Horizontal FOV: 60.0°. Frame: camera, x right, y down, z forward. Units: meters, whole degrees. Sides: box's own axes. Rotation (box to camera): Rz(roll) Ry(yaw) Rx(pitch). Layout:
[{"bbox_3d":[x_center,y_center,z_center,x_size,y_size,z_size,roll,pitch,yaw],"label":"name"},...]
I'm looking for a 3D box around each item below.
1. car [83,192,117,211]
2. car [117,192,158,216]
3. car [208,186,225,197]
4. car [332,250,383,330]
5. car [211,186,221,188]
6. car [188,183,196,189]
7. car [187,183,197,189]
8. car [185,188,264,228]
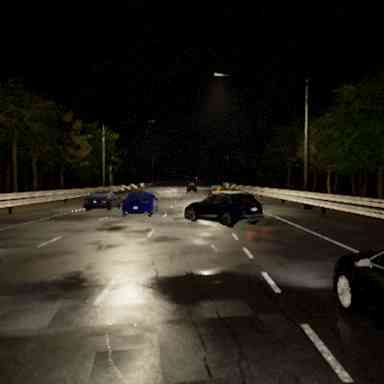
[{"bbox_3d":[-6.905,0.678,26.105,2.033,1.411,5.357,0,2,0],"label":"car"},{"bbox_3d":[-3.404,0.727,22.548,1.882,1.535,5.008,0,2,0],"label":"car"},{"bbox_3d":[3.492,-0.139,48.214,2.163,1.488,4.792,0,2,0],"label":"car"},{"bbox_3d":[3.499,1.361,4.214,1.837,1.490,4.892,0,2,0],"label":"car"},{"bbox_3d":[3.493,0.237,37.194,1.882,1.535,5.008,0,2,0],"label":"car"},{"bbox_3d":[-0.015,-1.558,84.932,2.033,1.411,5.357,0,2,0],"label":"car"},{"bbox_3d":[0.012,-0.533,58.780,1.812,1.442,4.674,0,3,1],"label":"car"},{"bbox_3d":[1.591,0.842,17.651,2.033,1.649,4.856,-1,2,-37],"label":"car"}]
